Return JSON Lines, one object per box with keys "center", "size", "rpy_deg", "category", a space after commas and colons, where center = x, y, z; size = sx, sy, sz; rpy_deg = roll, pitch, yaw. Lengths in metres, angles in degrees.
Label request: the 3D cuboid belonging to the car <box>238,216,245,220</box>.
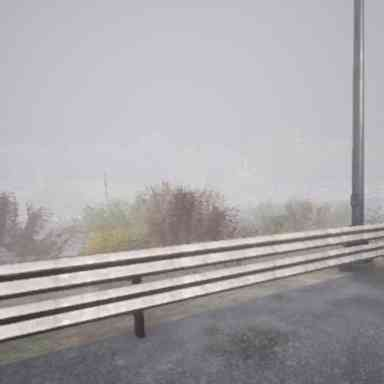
{"center": [9.032, 5.116, 59.582], "size": [4.553, 1.767, 2.097], "rpy_deg": [-4, 3, -19], "category": "car"}
